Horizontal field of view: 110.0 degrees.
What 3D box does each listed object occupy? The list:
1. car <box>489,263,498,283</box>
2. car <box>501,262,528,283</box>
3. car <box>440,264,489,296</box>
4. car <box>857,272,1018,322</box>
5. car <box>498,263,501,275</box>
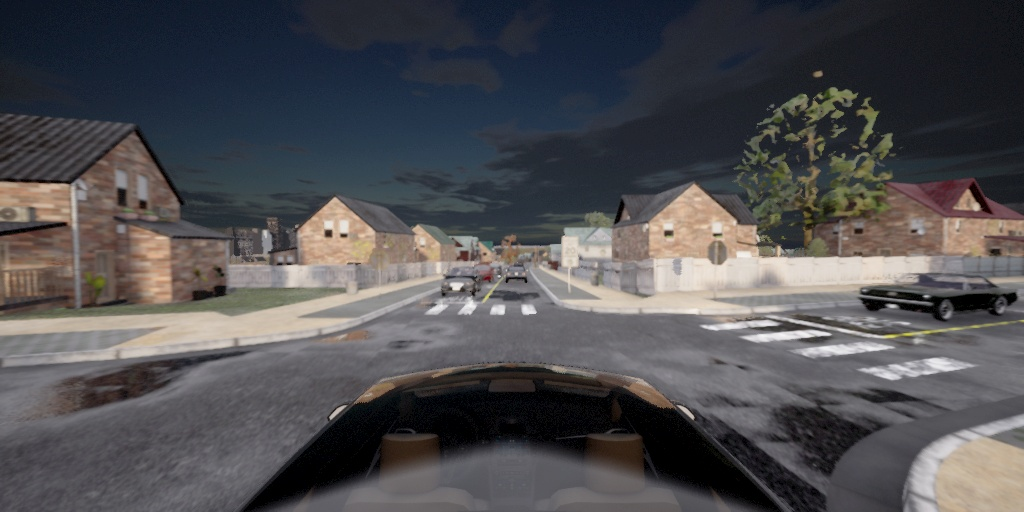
[{"bbox_3d":[-2.550,1.432,30.747,1.882,1.535,5.008,0,0,1],"label":"car"},{"bbox_3d":[0.400,1.508,31.116,2.033,1.411,5.357,0,-1,1],"label":"car"},{"bbox_3d":[-2.717,1.359,20.170,2.128,1.511,4.902,0,0,1],"label":"car"},{"bbox_3d":[13.763,1.218,11.665,4.718,1.301,1.895,0,2,-17],"label":"car"},{"bbox_3d":[-2.201,1.622,44.809,1.812,1.442,4.674,0,0,2],"label":"car"}]
